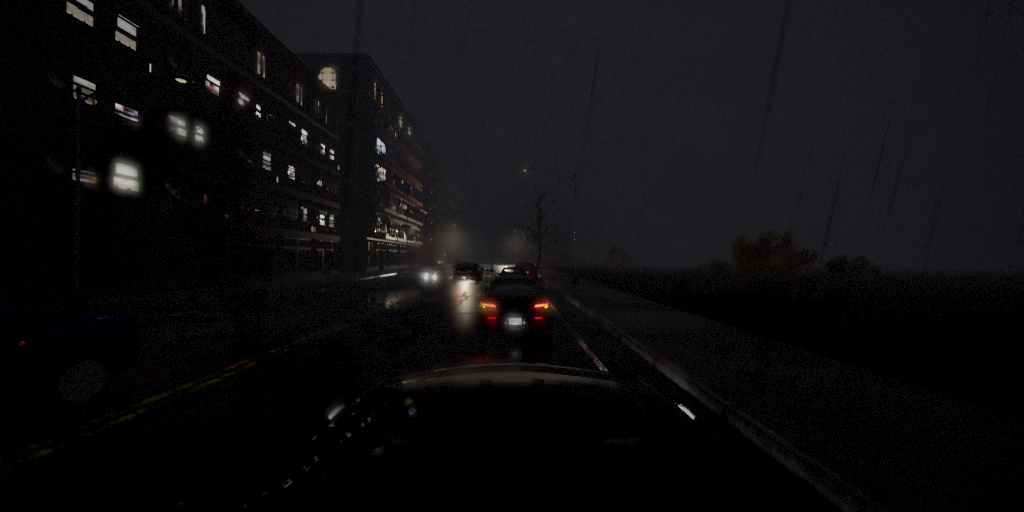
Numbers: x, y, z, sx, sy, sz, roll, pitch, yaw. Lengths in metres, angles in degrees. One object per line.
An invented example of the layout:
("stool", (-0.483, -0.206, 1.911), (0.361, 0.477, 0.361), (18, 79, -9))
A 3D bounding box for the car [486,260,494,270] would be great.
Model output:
("car", (-3.273, 1.271, 44.574), (1.812, 1.442, 4.674), (0, 0, -2))

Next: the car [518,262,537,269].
("car", (1.065, 1.226, 29.878), (1.882, 1.535, 5.008), (0, 0, 0))

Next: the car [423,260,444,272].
("car", (-9.962, 1.236, 45.679), (2.128, 1.511, 4.902), (0, 0, 0))

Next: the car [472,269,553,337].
("car", (0.070, 1.276, 10.183), (1.812, 1.442, 4.674), (0, 0, 0))

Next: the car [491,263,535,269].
("car", (0.053, 1.313, 20.350), (1.994, 1.385, 4.181), (0, 0, 0))

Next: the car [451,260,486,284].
("car", (-3.215, 1.253, 26.731), (1.837, 1.490, 4.892), (0, 0, 0))

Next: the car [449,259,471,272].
("car", (-6.715, 1.236, 46.906), (2.128, 1.511, 4.902), (0, 0, 0))

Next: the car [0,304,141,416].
("car", (-6.604, 1.227, 3.316), (1.882, 1.535, 5.008), (0, 0, 0))
